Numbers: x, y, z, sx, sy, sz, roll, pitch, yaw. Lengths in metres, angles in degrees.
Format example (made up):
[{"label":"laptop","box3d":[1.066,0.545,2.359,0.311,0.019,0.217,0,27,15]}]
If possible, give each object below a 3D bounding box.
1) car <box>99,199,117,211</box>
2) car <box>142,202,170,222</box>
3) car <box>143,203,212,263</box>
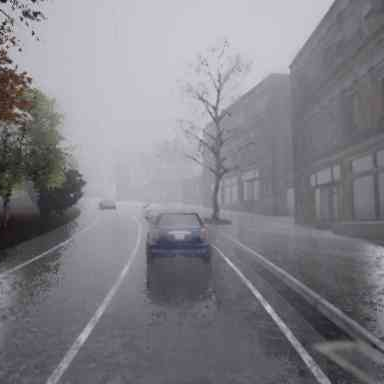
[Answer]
[{"label":"car","box3d":[-10.686,1.631,42.074,1.837,1.490,4.892,2,-1,-21]},{"label":"car","box3d":[-3.190,1.682,28.804,1.812,1.442,4.674,1,-1,-13]},{"label":"car","box3d":[-0.560,1.409,12.327,2.097,1.767,4.553,1,0,-5]}]
